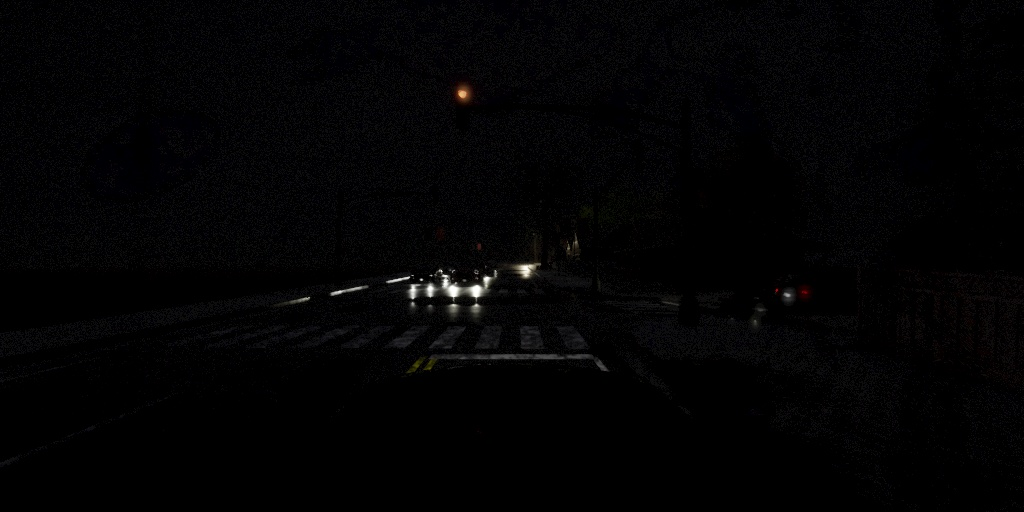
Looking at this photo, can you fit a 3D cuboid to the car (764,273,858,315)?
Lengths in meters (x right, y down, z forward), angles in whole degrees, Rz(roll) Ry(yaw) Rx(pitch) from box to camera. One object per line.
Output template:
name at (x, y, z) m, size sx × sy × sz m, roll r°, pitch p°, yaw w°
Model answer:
car at (12.480, 1.498, 13.682) m, size 4.181 × 1.385 × 1.994 m, roll 1°, pitch -2°, yaw -2°

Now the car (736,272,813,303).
car at (13.066, 1.508, 16.557) m, size 5.008 × 1.535 × 1.882 m, roll 1°, pitch -2°, yaw -2°

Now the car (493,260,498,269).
car at (-3.296, 1.294, 56.574) m, size 1.812 × 1.442 × 4.674 m, roll 0°, pitch 0°, yaw 0°

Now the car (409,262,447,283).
car at (-6.623, 1.304, 28.182) m, size 2.033 × 1.411 × 5.357 m, roll 0°, pitch 0°, yaw -4°

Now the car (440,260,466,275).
car at (-6.590, 1.247, 40.357) m, size 2.128 × 1.511 × 4.902 m, roll 0°, pitch 0°, yaw 0°

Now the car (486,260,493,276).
car at (-3.343, 1.107, 36.948) m, size 2.097 × 1.767 × 4.553 m, roll 0°, pitch 0°, yaw 0°

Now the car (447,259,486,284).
car at (-3.304, 1.109, 26.860) m, size 2.097 × 1.767 × 4.553 m, roll 0°, pitch 0°, yaw -1°
